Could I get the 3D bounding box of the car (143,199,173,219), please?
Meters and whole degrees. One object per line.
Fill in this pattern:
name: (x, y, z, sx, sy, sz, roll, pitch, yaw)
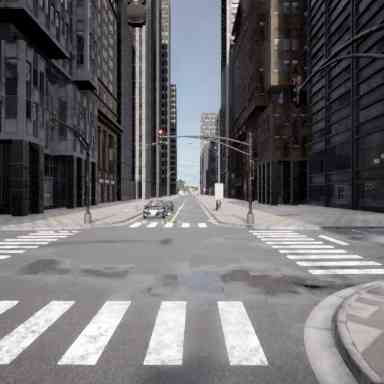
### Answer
car: (-3.161, 1.500, 29.481, 2.128, 1.511, 4.902, 0, 0, 0)
